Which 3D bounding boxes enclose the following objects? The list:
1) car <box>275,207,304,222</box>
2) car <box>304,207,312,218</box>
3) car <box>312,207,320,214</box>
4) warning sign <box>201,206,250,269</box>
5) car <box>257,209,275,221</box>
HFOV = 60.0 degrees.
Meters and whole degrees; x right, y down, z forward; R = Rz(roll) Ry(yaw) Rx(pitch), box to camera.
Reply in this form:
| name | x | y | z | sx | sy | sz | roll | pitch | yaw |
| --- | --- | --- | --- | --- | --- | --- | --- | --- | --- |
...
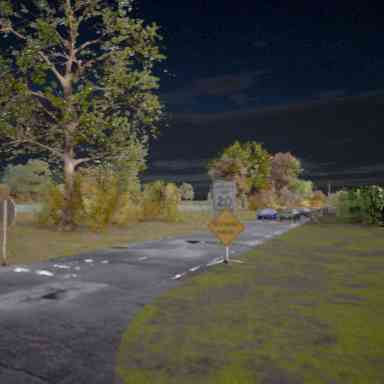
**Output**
| name | x | y | z | sx | sy | sz | roll | pitch | yaw |
| --- | --- | --- | --- | --- | --- | --- | --- | --- | --- |
| car | 11.958 | 2.811 | 40.530 | 2.128 | 1.511 | 4.902 | -1 | -3 | 25 |
| car | 16.513 | 3.024 | 50.644 | 2.097 | 1.767 | 4.553 | -1 | -2 | 24 |
| car | 24.565 | 3.684 | 66.037 | 1.882 | 1.535 | 5.008 | -1 | -2 | 24 |
| warning sign | 1.117 | 1.416 | 10.809 | 1.300 | 1.860 | 1.060 | 0 | -1 | 24 |
| car | 9.557 | 2.856 | 42.104 | 1.882 | 1.535 | 5.008 | -1 | -3 | 25 |
